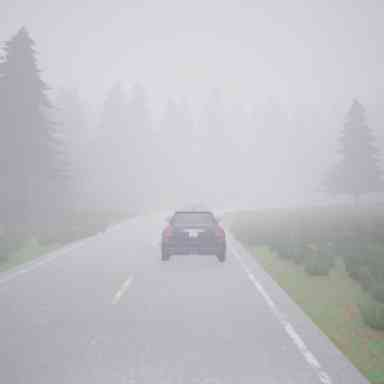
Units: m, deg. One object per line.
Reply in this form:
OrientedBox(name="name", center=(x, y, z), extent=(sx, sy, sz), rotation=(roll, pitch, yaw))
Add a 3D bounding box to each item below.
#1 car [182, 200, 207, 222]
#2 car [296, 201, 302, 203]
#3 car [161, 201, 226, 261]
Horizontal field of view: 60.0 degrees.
OrientedBox(name="car", center=(0.280, 1.532, 27.959), extent=(1.837, 1.490, 4.892), rotation=(0, 0, 3))
OrientedBox(name="car", center=(15.970, 1.958, 48.042), extent=(4.674, 1.442, 1.812), rotation=(2, -1, -7))
OrientedBox(name="car", center=(0.064, 1.362, 12.536), extent=(2.097, 1.767, 4.553), rotation=(0, 0, 0))
